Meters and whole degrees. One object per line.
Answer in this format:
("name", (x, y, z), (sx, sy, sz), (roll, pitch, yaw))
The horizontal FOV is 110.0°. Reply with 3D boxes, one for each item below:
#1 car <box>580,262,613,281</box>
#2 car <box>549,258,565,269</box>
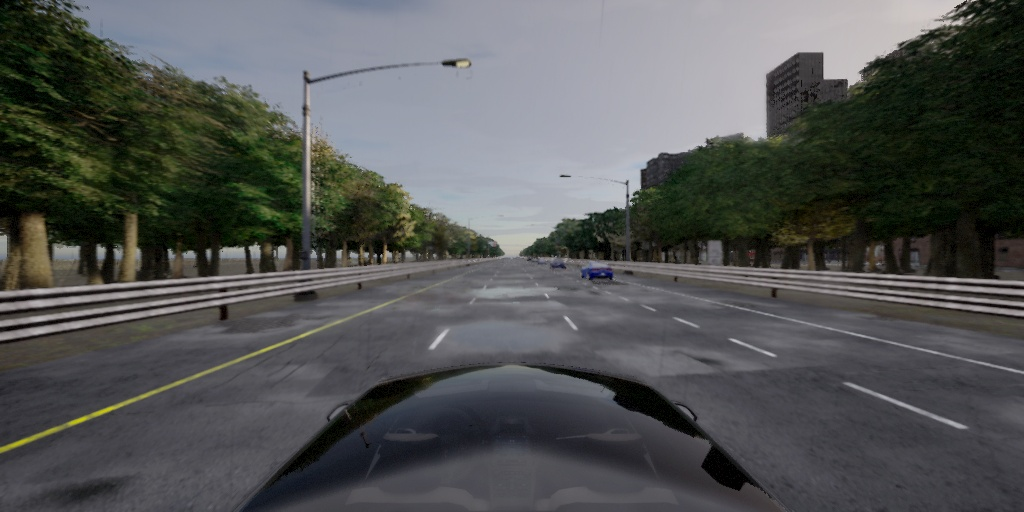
("car", (7.005, 1.238, 30.062), (1.882, 1.535, 5.008), (0, 0, 0))
("car", (7.012, 1.128, 55.977), (2.097, 1.767, 4.553), (0, 0, 0))
